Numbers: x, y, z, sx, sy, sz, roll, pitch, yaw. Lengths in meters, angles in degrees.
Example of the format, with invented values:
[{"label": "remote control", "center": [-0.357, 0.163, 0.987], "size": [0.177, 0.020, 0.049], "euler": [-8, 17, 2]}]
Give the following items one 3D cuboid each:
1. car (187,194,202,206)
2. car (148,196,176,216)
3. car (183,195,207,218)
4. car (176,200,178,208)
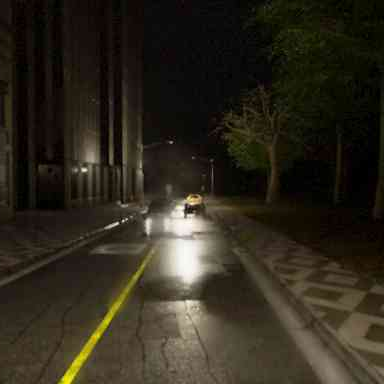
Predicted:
[{"label": "car", "center": [0.358, 1.127, 46.769], "size": [1.882, 1.535, 5.008], "euler": [0, 1, 1]}, {"label": "car", "center": [-2.826, 1.293, 30.487], "size": [1.882, 1.535, 5.008], "euler": [0, 0, 1]}, {"label": "car", "center": [0.231, 1.328, 28.587], "size": [2.128, 1.511, 4.902], "euler": [0, 1, 1]}, {"label": "car", "center": [-2.768, 1.240, 39.037], "size": [1.837, 1.490, 4.892], "euler": [0, 1, 0]}]
